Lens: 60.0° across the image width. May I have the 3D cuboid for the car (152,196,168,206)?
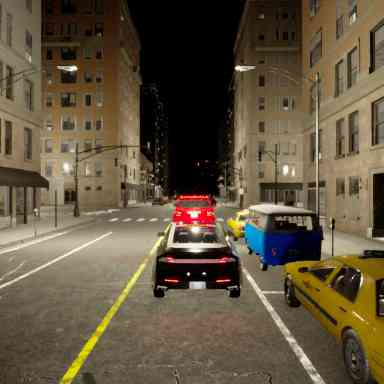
[{"bbox_3d":[-5.492,1.587,54.032,1.802,1.307,4.206,1,0,1],"label":"car"}]

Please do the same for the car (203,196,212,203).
[{"bbox_3d":[3.258,1.547,70.511,1.887,1.381,4.507,1,0,1],"label":"car"}]

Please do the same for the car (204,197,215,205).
[{"bbox_3d":[3.108,1.549,59.451,1.887,1.381,4.507,1,0,1],"label":"car"}]

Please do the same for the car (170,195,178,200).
[{"bbox_3d":[-4.966,1.564,92.734,1.947,1.339,4.313,1,0,1],"label":"car"}]

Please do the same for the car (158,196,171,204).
[{"bbox_3d":[-5.342,1.555,65.090,2.008,1.369,4.403,1,0,1],"label":"car"}]

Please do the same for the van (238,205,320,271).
[{"bbox_3d":[2.686,1.343,10.584,1.690,1.788,3.998,1,0,0],"label":"van"}]

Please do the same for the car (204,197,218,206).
[{"bbox_3d":[3.033,1.570,53.921,1.947,1.339,4.313,1,0,1],"label":"car"}]

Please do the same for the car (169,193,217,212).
[{"bbox_3d":[0.115,1.225,18.699,2.150,2.045,5.566,0,0,0],"label":"car"}]

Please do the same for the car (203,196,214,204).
[{"bbox_3d":[3.183,1.554,64.981,2.008,1.369,4.403,1,0,1],"label":"car"}]

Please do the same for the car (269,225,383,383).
[{"bbox_3d":[2.680,1.526,5.080,1.752,1.417,4.829,1,0,0],"label":"car"}]

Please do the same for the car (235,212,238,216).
[{"bbox_3d":[2.689,1.528,16.427,1.752,1.417,4.829,1,0,0],"label":"car"}]

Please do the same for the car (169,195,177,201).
[{"bbox_3d":[-5.043,1.525,87.035,1.752,1.417,4.829,1,0,1],"label":"car"}]

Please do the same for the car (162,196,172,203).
[{"bbox_3d":[-5.266,1.548,70.619,1.887,1.381,4.507,1,0,1],"label":"car"}]

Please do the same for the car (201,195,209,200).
[{"bbox_3d":[3.558,1.548,92.632,2.008,1.369,4.403,1,0,1],"label":"car"}]

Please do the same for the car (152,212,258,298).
[{"bbox_3d":[0.105,1.493,8.513,2.128,1.511,4.902,0,0,0],"label":"car"}]

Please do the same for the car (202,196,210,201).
[{"bbox_3d":[3.408,1.566,81.572,1.947,1.339,4.313,1,0,1],"label":"car"}]
